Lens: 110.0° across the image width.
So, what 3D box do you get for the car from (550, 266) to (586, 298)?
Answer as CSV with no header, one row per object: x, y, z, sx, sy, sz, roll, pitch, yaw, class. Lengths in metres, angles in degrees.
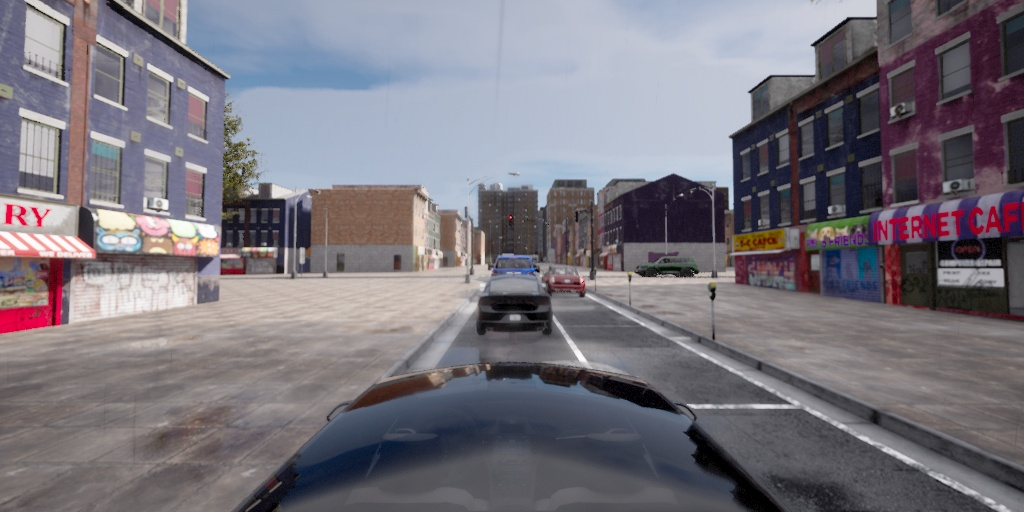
2.616,1.228,18.999,1.967,1.591,4.097,0,0,0,car

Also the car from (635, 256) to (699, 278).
14.584,1.076,33.854,5.566,2.045,2.150,0,-2,1,car

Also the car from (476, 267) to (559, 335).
0.036,1.244,10.553,1.882,1.535,5.008,0,0,-1,car

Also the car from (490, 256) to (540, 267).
0.068,1.009,18.313,2.150,2.045,5.566,0,0,0,car
